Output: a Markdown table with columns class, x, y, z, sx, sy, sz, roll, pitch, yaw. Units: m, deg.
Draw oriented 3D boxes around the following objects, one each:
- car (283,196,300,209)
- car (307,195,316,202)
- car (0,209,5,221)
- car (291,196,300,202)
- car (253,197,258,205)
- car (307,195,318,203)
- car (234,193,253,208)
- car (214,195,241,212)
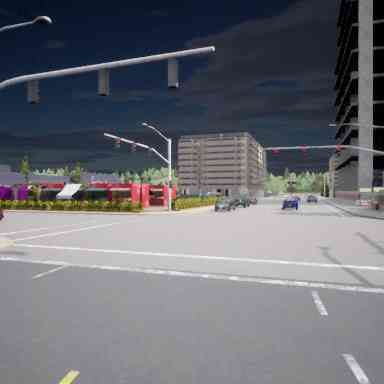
| class | x | y | z | sx | sy | sz | roll | pitch | yaw |
| --- | --- | --- | --- | --- | --- | --- | --- | --- | --- |
| car | 13.193 | 1.477 | 44.425 | 1.882 | 1.535 | 5.008 | 0 | 0 | 18 |
| car | 27.840 | 1.524 | 77.641 | 1.812 | 1.442 | 4.674 | 0 | 0 | 18 |
| car | -17.102 | 1.533 | 26.147 | 5.008 | 1.535 | 1.882 | 0 | 0 | 19 |
| car | 24.090 | 1.553 | 77.458 | 1.994 | 1.385 | 4.181 | 0 | 0 | 18 |
| car | 10.359 | 1.564 | 58.613 | 1.994 | 1.385 | 4.181 | 0 | 0 | 19 |
| car | 24.573 | 1.541 | 67.778 | 2.033 | 1.411 | 5.357 | 0 | 0 | 18 |
| car | 7.157 | 1.221 | 49.079 | 2.150 | 2.045 | 5.566 | 0 | 0 | 18 |
| car | 4.024 | 1.491 | 39.686 | 2.128 | 1.511 | 4.902 | 0 | 0 | 18 |
